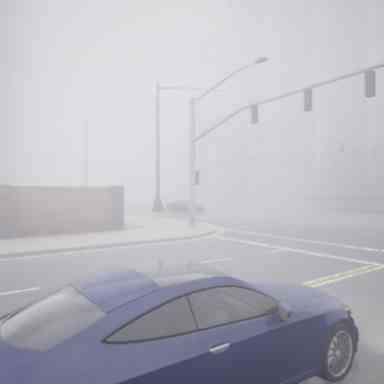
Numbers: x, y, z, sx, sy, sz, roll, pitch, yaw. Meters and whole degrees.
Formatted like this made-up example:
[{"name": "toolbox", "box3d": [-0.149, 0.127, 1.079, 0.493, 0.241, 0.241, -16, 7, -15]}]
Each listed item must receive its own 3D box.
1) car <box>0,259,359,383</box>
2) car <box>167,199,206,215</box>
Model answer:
[{"name": "car", "box3d": [-0.031, 1.524, 3.755, 4.674, 1.442, 1.812, 0, 0, -35]}, {"name": "car", "box3d": [-0.613, 1.458, 33.482, 1.882, 1.535, 5.008, 0, 0, -35]}]
